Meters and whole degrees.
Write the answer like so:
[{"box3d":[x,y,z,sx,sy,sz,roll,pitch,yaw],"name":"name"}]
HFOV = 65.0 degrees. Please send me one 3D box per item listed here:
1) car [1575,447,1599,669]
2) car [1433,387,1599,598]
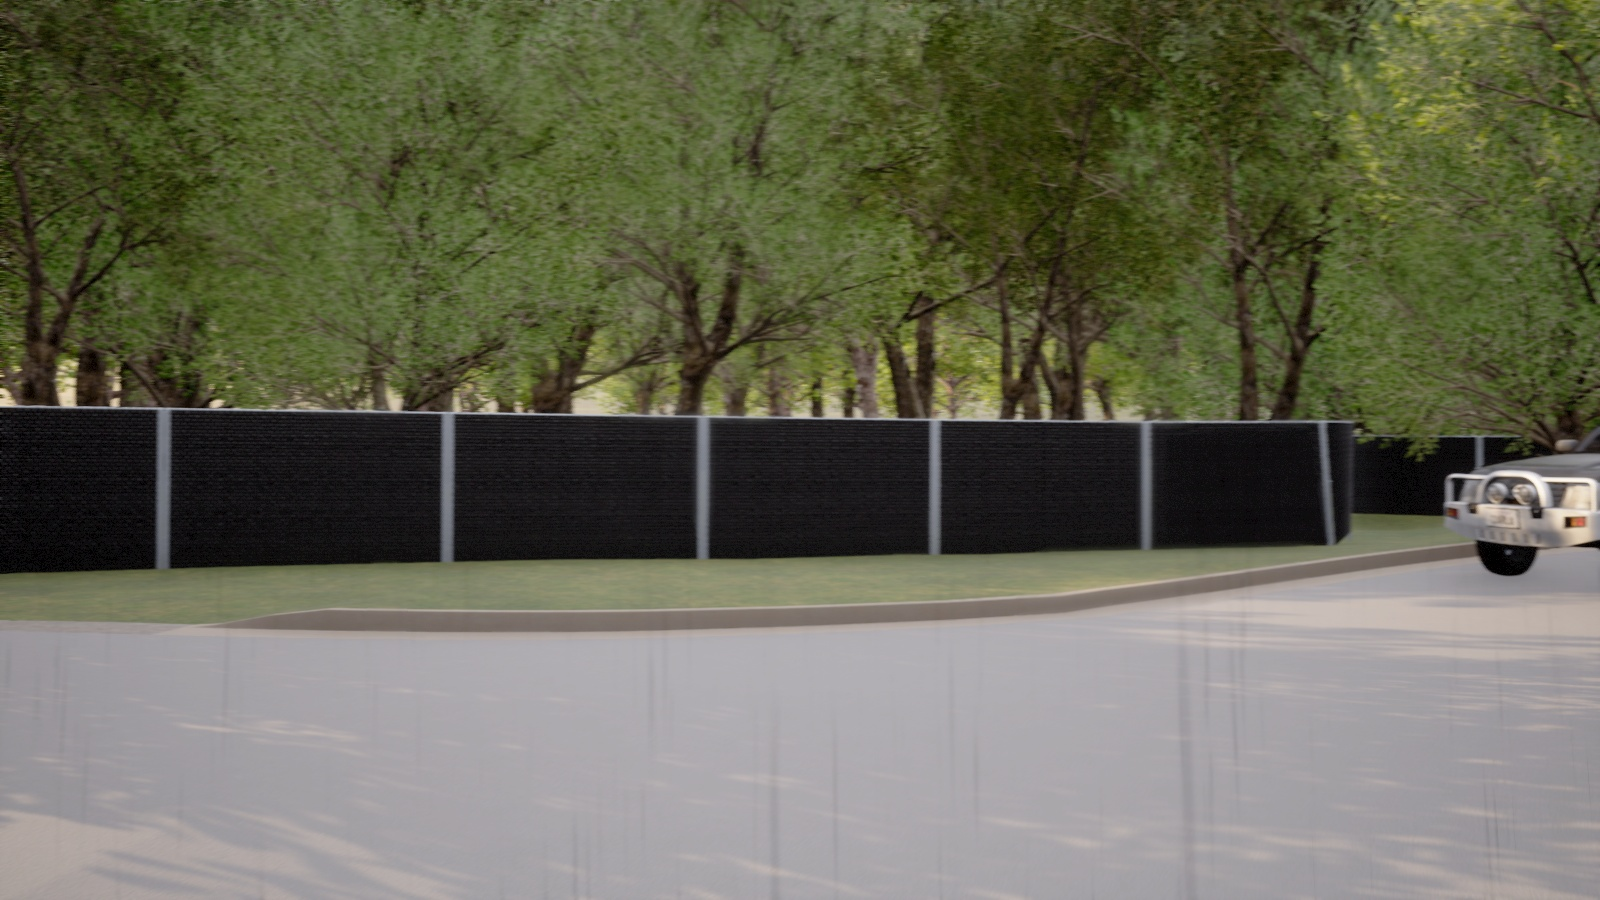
[{"box3d":[7.554,0.629,8.300,4.193,1.474,1.816,-3,1,-18],"name":"car"},{"box3d":[9.125,0.239,12.697,4.605,1.855,1.932,-4,1,-13],"name":"car"}]
